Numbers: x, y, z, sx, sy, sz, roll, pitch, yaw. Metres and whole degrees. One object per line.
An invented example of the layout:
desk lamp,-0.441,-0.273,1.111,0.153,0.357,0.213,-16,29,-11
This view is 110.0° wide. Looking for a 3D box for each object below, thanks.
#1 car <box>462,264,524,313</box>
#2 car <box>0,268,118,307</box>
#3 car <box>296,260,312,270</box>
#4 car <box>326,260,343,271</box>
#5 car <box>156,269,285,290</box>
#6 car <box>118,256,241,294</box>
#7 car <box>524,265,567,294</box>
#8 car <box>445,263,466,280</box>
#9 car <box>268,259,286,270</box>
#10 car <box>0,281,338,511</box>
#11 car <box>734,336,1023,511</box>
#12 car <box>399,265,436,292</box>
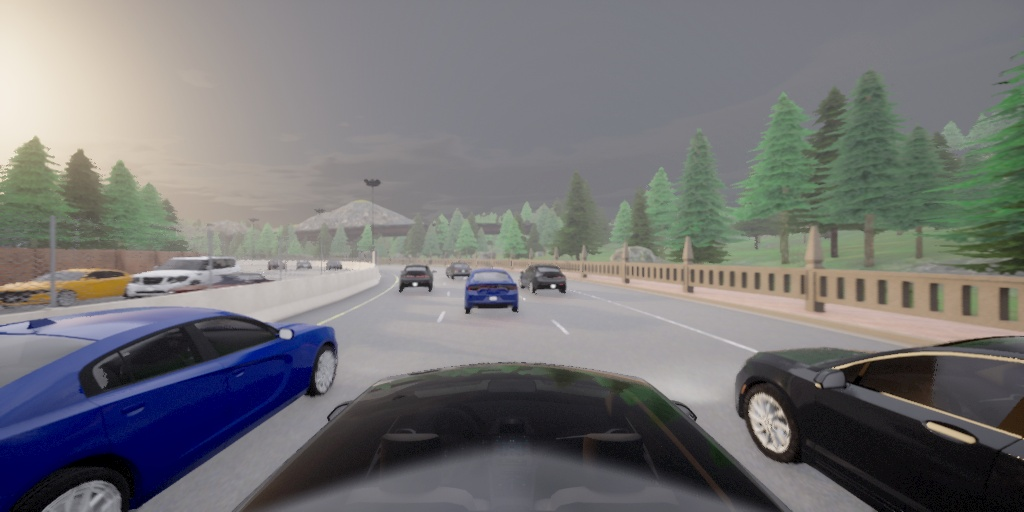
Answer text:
car,-0.916,1.238,14.172,1.882,1.535,5.008,0,0,-7
car,-19.007,1.297,15.782,1.882,1.535,5.008,0,0,-10
car,-31.958,1.376,55.131,2.128,1.511,4.902,0,0,-35
car,-26.160,1.368,52.845,1.837,1.490,4.892,0,0,-33
car,-11.776,1.397,15.020,1.895,1.301,4.718,0,0,-9
car,-15.797,1.031,17.862,2.150,2.045,5.566,0,0,-11
car,1.650,1.260,20.380,1.837,1.490,4.892,0,0,-10
car,-4.831,1.330,32.365,2.033,1.411,5.357,0,0,-17
car,-35.494,1.249,54.098,2.097,1.767,4.553,0,0,-36
car,-3.573,1.240,3.534,1.882,1.535,5.008,0,0,-1
car,3.430,1.244,2.057,1.837,1.490,4.892,0,0,-1
car,-5.768,1.285,21.882,1.837,1.490,4.892,0,0,-12
